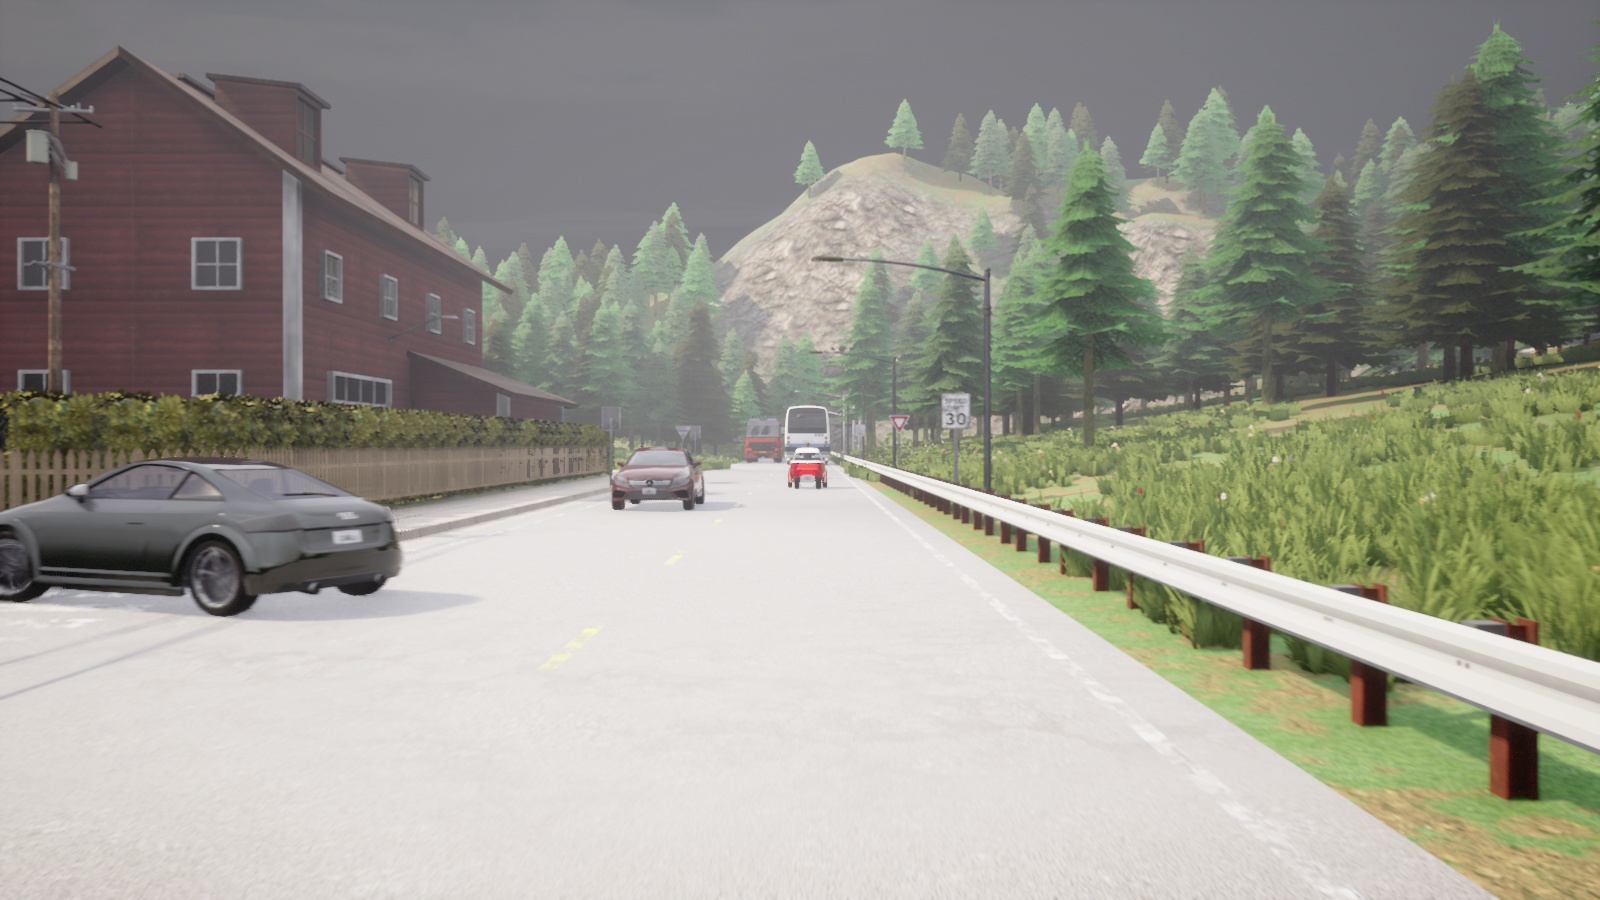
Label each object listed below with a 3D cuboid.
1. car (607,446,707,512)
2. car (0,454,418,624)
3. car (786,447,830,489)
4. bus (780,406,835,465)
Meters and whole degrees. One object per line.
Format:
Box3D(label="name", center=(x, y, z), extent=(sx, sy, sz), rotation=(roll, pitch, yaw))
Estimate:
Box3D(label="car", center=(-3.314, 0.631, 29.842), extent=(1.812, 1.442, 4.674), rotation=(0, 0, 0))
Box3D(label="car", center=(-6.057, 0.749, 12.182), extent=(4.181, 1.385, 1.994), rotation=(0, 0, 22))
Box3D(label="car", center=(0.262, 0.601, 43.227), extent=(1.481, 1.376, 2.207), rotation=(0, 1, 0))
Box3D(label="bus", center=(0.558, -1.069, 94.818), extent=(3.944, 4.253, 10.273), rotation=(0, 0, 0))
